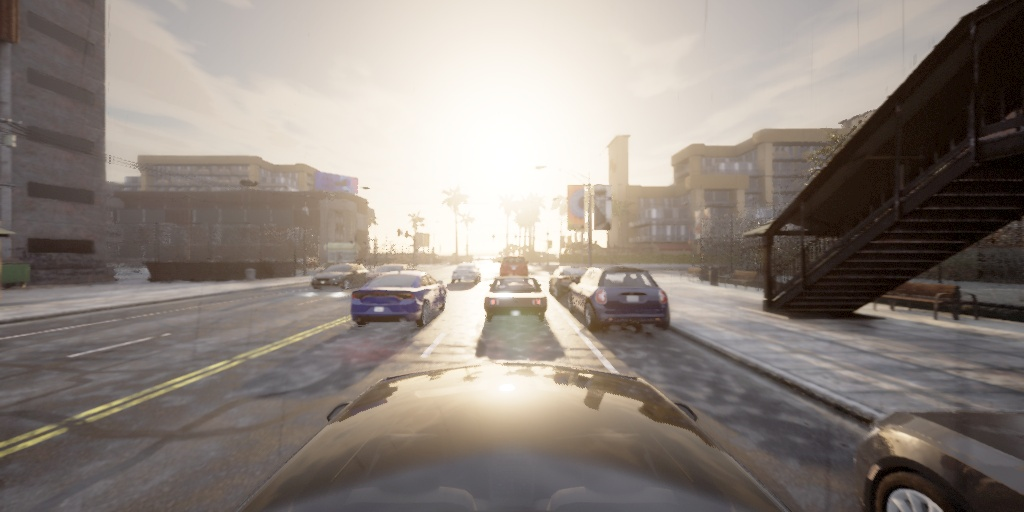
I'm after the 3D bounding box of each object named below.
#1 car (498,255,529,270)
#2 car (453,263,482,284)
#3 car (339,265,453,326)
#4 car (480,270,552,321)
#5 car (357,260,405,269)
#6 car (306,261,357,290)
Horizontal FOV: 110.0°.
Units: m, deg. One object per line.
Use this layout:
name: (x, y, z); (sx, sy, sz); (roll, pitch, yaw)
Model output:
car: (0.133, 0.954, 27.774); (2.150, 2.045, 5.566); (0, 0, 0)
car: (-3.377, 1.257, 26.934); (1.812, 1.442, 4.674); (0, 0, 0)
car: (-3.390, 1.219, 11.627); (1.882, 1.535, 5.008); (0, 0, 0)
car: (0.109, 1.344, 12.472); (1.895, 1.301, 4.718); (0, 0, 0)
car: (-7.006, 1.210, 21.252); (1.882, 1.535, 5.008); (0, 0, 1)
car: (-10.495, 1.236, 22.344); (1.837, 1.490, 4.892); (0, -1, 1)
